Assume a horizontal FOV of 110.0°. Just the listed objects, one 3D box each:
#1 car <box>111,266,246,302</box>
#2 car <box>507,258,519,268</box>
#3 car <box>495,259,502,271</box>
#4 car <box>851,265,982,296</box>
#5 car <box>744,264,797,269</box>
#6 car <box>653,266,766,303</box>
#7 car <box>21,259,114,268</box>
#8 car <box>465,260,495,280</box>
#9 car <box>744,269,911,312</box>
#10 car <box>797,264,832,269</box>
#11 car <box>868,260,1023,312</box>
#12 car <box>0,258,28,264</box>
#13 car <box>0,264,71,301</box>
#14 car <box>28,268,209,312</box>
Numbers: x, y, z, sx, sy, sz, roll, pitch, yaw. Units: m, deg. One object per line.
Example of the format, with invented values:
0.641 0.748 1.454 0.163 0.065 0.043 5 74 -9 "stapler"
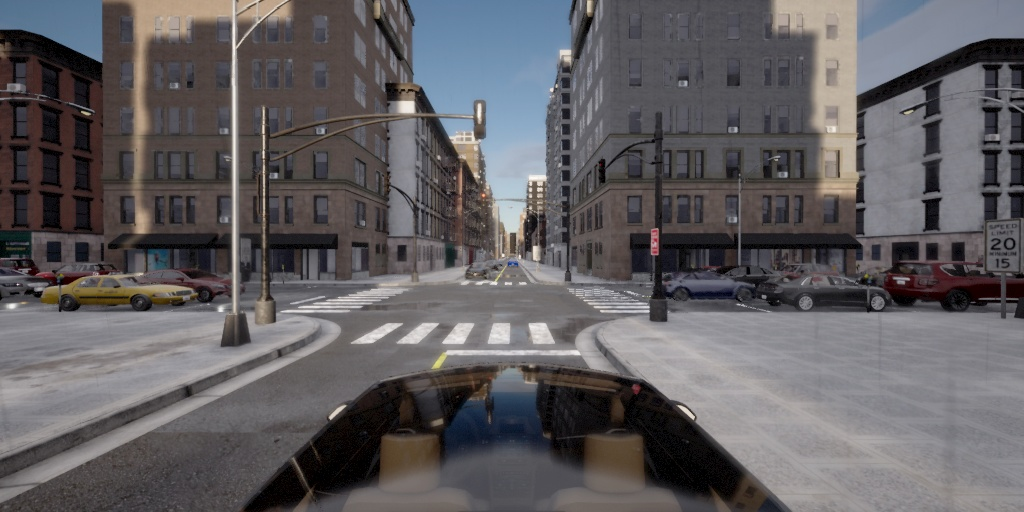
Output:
-14.774 1.282 16.265 4.674 1.442 1.812 0 0 0 "car"
0.153 1.247 63.171 1.882 1.535 5.008 0 0 0 "car"
-2.730 1.266 48.180 1.837 1.490 4.892 0 0 0 "car"
21.404 1.255 19.115 4.892 1.490 1.837 0 0 0 "car"
11.921 1.253 19.143 4.892 1.490 1.837 0 0 0 "car"
8.680 1.325 16.254 4.181 1.385 1.994 0 0 2 "car"
-26.349 1.167 21.814 4.097 1.591 1.967 0 0 0 "car"
-2.858 1.259 31.232 1.837 1.490 4.892 0 0 2 "car"
11.793 1.325 13.662 4.403 1.370 2.007 0 0 0 "car"
17.229 1.177 21.669 4.097 1.591 1.967 0 0 0 "car"
17.202 1.091 13.644 5.009 1.841 2.192 0 0 0 "car"
-32.011 1.041 21.833 5.009 1.841 2.192 0 0 0 "car"
-23.930 1.246 16.312 4.902 1.511 2.128 0 0 0 "car"
-14.883 1.294 13.751 4.829 1.417 1.751 0 0 0 "car"
